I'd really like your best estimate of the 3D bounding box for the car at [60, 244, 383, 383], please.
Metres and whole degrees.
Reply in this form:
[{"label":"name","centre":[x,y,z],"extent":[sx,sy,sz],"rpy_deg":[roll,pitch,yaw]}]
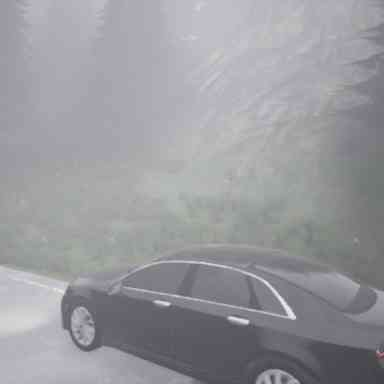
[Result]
[{"label":"car","centre":[0.183,1.495,4.550],"extent":[4.892,1.490,1.837],"rpy_deg":[0,0,35]}]
